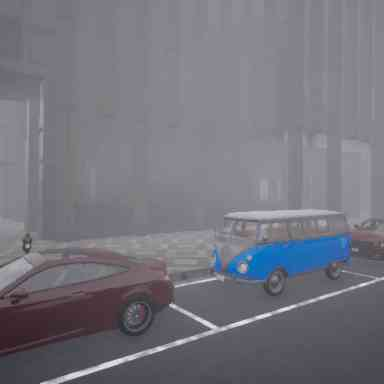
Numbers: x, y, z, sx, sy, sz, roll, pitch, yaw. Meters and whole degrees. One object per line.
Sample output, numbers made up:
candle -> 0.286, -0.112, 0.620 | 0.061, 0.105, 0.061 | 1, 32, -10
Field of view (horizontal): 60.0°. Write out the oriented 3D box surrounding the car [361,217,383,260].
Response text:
car -> 6.908, 1.545, 11.683 | 4.507, 1.381, 1.887 | 0, 1, -35

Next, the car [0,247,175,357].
car -> -2.251, 1.582, 5.151 | 4.206, 1.307, 1.802 | 0, 1, -35

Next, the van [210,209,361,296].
van -> 2.329, 1.341, 8.415 | 3.998, 1.788, 1.690 | 0, 1, -35
